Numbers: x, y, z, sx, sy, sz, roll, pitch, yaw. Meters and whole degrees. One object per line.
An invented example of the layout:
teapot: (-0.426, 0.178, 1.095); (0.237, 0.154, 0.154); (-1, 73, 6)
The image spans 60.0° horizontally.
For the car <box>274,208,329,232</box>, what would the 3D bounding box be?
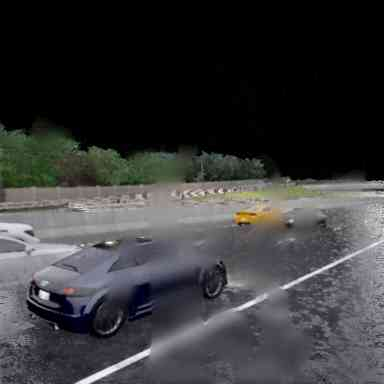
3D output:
car: (7.407, 1.736, 21.772); (1.994, 1.385, 4.181); (-1, -1, 41)

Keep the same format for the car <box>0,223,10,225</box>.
car: (-7.609, 1.432, 9.972); (2.150, 2.045, 5.566); (-1, -1, 41)

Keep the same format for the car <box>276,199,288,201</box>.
car: (15.488, 1.935, 57.938); (1.895, 1.301, 4.718); (-1, -1, 41)

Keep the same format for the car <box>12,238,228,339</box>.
car: (-1.087, 1.655, 6.928); (1.994, 1.385, 4.181); (-1, -1, 41)

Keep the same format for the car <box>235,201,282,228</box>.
car: (5.151, 1.711, 24.511); (1.882, 1.535, 5.008); (-1, -1, 41)

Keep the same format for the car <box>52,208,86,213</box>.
car: (-10.642, 2.041, 28.017); (1.994, 1.385, 4.181); (-1, -1, 41)

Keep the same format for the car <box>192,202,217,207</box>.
car: (1.597, 1.971, 42.023); (1.812, 1.442, 4.674); (-1, -1, 41)

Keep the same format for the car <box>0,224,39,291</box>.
car: (-4.808, 1.674, 7.849); (1.812, 1.442, 4.674); (-1, -1, 41)
